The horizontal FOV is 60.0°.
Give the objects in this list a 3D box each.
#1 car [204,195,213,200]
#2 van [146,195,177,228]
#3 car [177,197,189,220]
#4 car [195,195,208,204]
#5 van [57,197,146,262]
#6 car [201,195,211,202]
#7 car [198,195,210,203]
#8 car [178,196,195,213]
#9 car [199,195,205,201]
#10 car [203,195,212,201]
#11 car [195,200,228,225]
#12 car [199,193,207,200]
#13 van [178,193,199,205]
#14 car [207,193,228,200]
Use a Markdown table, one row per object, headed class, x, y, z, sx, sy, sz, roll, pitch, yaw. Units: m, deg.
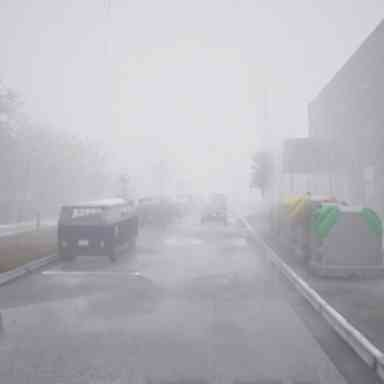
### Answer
| class | x | y | z | sx | sy | sz | roll | pitch | yaw |
| --- | --- | --- | --- | --- | --- | --- | --- | --- | --- |
| car | 4.738 | 1.547 | 94.876 | 2.231 | 1.521 | 4.892 | 0 | -1 | 8 |
| van | -2.362 | 1.257 | 22.175 | 1.878 | 1.987 | 4.442 | 0 | 1 | 3 |
| car | -1.731 | 1.513 | 28.656 | 2.163 | 1.488 | 4.792 | 0 | 1 | 4 |
| car | 2.042 | 1.489 | 67.269 | 2.097 | 1.535 | 5.008 | 0 | 0 | 8 |
| van | -3.177 | 1.255 | 12.256 | 1.878 | 1.987 | 4.442 | 0 | 1 | 3 |
| car | 3.585 | 1.516 | 82.994 | 1.946 | 1.575 | 5.366 | 0 | 0 | 8 |
| car | 2.581 | 1.507 | 72.790 | 2.097 | 1.535 | 5.008 | 0 | 0 | 8 |
| car | -1.195 | 1.482 | 34.141 | 2.231 | 1.521 | 4.892 | 0 | 1 | 4 |
| car | 0.425 | 1.541 | 50.718 | 2.002 | 1.452 | 4.674 | 0 | 0 | 6 |
| car | 4.198 | 1.540 | 89.346 | 2.097 | 1.535 | 5.008 | 0 | 0 | 8 |
| car | 1.628 | 1.548 | 24.186 | 2.033 | 1.411 | 5.357 | 0 | 0 | 5 |
| car | 1.080 | 1.264 | 57.432 | 2.435 | 2.045 | 5.566 | 0 | 0 | 6 |
| van | -0.637 | 1.277 | 39.799 | 1.878 | 1.987 | 4.442 | 0 | 0 | 8 |
| car | 3.360 | 1.213 | 42.166 | 2.150 | 2.045 | 5.566 | 0 | 0 | 6 |
